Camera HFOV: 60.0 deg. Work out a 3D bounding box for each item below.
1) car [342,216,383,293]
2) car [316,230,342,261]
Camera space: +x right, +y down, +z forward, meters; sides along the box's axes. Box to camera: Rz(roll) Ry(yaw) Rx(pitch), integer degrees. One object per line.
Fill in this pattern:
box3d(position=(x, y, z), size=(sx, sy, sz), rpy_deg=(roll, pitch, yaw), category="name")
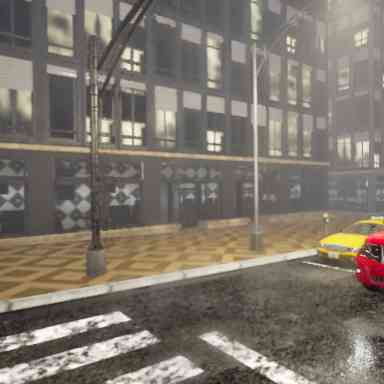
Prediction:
box3d(position=(6.094, 1.212, 7.729), size=(5.566, 2.045, 2.150), rpy_deg=(0, 0, -36), category="car")
box3d(position=(6.084, 1.514, 11.084), size=(4.829, 1.417, 1.752), rpy_deg=(0, -1, -35), category="car")
